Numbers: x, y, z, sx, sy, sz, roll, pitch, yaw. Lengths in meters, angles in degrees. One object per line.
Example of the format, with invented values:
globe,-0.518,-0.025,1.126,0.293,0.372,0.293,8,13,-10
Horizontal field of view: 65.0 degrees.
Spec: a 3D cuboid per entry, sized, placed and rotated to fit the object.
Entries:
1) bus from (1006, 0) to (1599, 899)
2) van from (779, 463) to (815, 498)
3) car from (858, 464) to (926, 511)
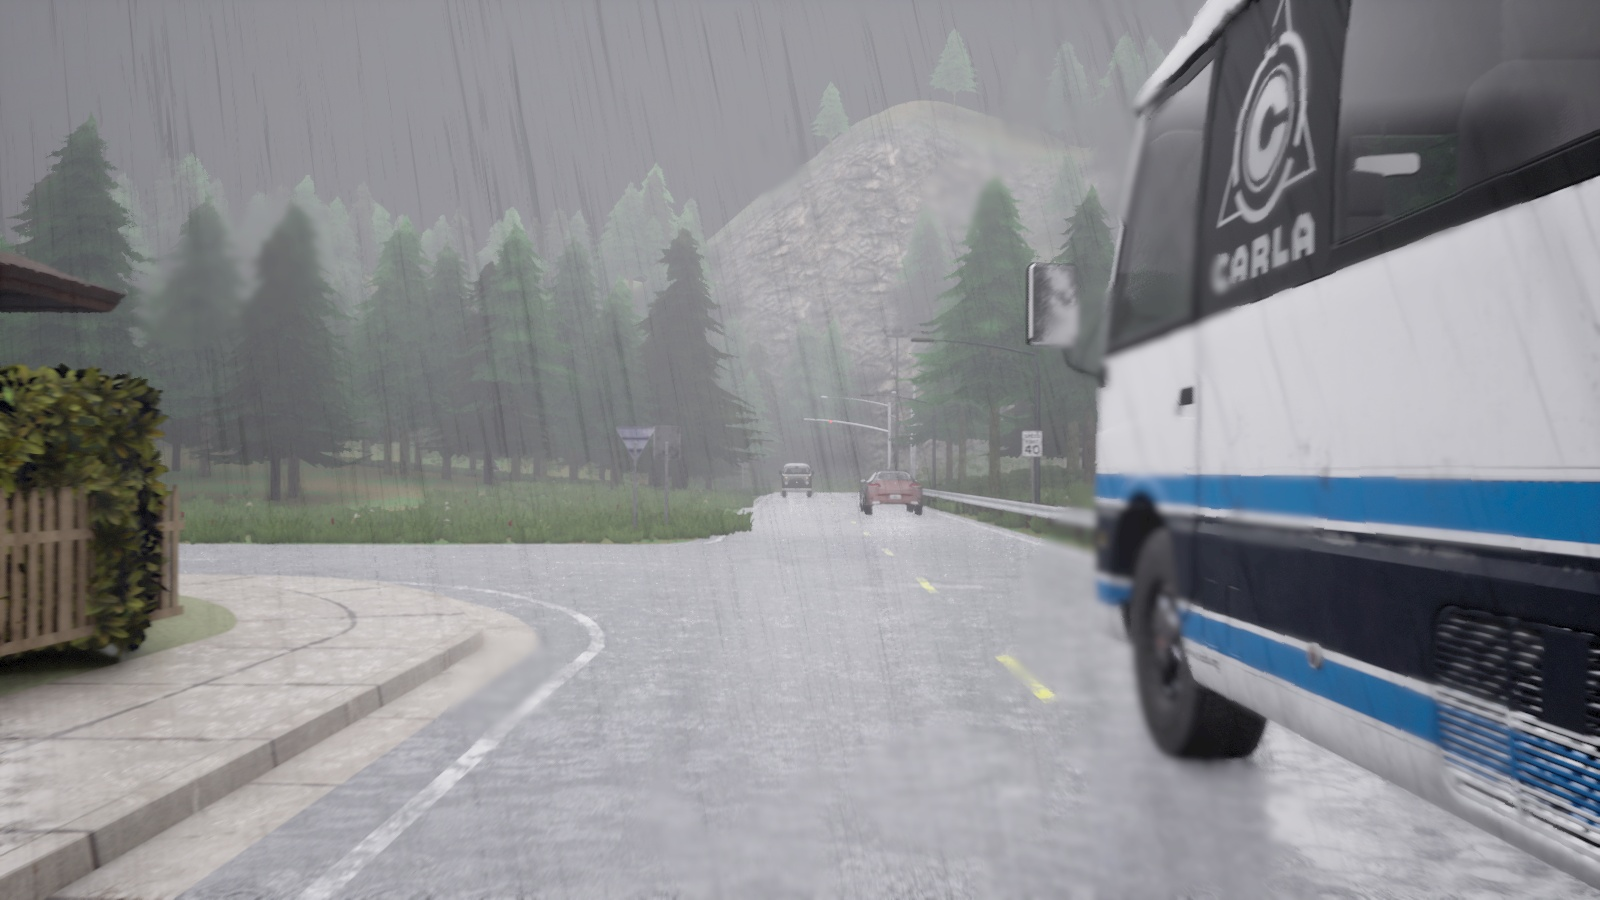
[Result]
bus,3.485,-0.510,3.924,3.944,4.253,10.273,0,-1,0
van,-0.183,1.783,74.593,2.069,2.038,4.480,0,-1,0
car,3.385,1.367,47.115,2.152,1.651,5.027,0,-1,0
